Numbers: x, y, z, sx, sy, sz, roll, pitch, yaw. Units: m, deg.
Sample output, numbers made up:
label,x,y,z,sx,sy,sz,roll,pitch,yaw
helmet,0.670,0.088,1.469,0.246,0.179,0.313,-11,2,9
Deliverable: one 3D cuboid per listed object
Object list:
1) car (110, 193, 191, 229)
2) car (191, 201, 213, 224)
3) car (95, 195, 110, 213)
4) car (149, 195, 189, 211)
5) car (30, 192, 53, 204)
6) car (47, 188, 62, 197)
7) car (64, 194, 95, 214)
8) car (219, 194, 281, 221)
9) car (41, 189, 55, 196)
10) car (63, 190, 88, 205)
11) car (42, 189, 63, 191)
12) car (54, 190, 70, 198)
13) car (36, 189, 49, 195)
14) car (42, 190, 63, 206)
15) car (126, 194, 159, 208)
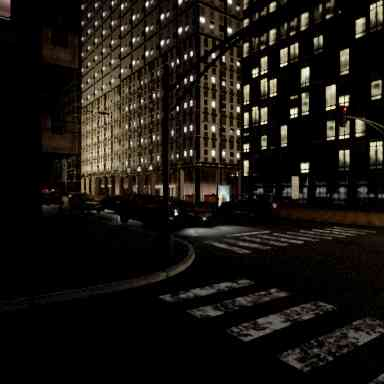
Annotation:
label,x,y,z,sx,sy,sz,roll,pitch,yaw
car,-2.579,1.008,19.315,2.192,1.841,5.009,2,0,-36
car,-0.655,1.220,21.040,1.812,1.442,4.674,0,1,-36
car,-6.435,0.988,28.966,1.882,1.535,5.008,0,1,-36
car,-2.388,1.070,33.266,1.947,1.339,4.313,1,0,-36
car,-18.925,0.752,41.720,1.802,1.307,4.206,2,0,-36
car,-28.531,0.099,69.122,1.967,1.590,4.097,1,0,-36
car,-9.122,1.067,28.278,1.802,1.307,4.206,2,0,-36
car,4.155,1.027,24.301,2.192,1.841,5.009,1,0,-36
car,-31.802,0.096,73.605,1.887,1.381,4.507,1,0,-36
car,-12.328,0.813,37.064,2.128,1.511,4.902,0,1,-36
car,-25.545,0.382,60.600,1.994,1.385,4.181,0,1,-36
car,-25.266,0.309,64.641,1.887,1.381,4.507,1,0,-36
car,-35.071,-0.011,78.087,1.887,1.381,4.507,1,0,-36
car,-15.657,0.827,37.240,2.008,1.369,4.403,2,0,-36
car,-5.657,0.966,37.748,1.947,1.339,4.313,1,0,-36
